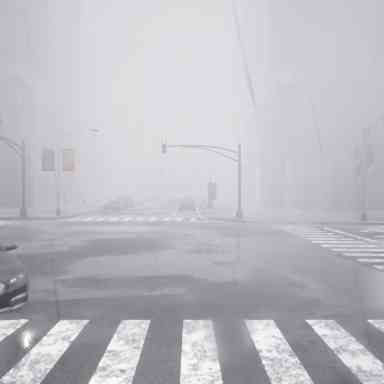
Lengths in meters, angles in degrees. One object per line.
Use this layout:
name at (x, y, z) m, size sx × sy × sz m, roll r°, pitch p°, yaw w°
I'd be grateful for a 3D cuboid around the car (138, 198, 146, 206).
car at (-9.176, 1.570, 55.056) m, size 1.752 × 1.417 × 4.829 m, roll 0°, pitch 0°, yaw 0°

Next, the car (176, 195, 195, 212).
car at (-0.566, 1.448, 38.991) m, size 1.967 × 1.590 × 4.097 m, roll 0°, pitch 0°, yaw 0°

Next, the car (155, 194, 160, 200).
car at (-9.295, 1.417, 76.930) m, size 2.192 × 1.841 × 5.009 m, roll 0°, pitch 0°, yaw 0°

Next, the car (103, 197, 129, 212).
car at (-9.090, 1.574, 38.948) m, size 1.947 × 1.339 × 4.313 m, roll 0°, pitch 0°, yaw 0°

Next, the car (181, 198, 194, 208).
car at (-0.623, 1.615, 49.840) m, size 1.802 × 1.307 × 4.206 m, roll 0°, pitch 0°, yaw 0°

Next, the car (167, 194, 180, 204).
car at (-3.362, 1.574, 64.372) m, size 1.837 × 1.490 × 4.892 m, roll 0°, pitch 0°, yaw 0°

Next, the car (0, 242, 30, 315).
car at (-5.004, 1.482, 6.947) m, size 2.128 × 1.511 × 4.902 m, roll 1°, pitch -1°, yaw -44°

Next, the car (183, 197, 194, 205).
car at (-0.682, 1.603, 60.690) m, size 1.887 × 1.381 × 4.507 m, roll 0°, pitch 0°, yaw 0°

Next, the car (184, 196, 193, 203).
car at (-0.741, 1.613, 71.710) m, size 1.752 × 1.417 × 4.829 m, roll 0°, pitch 0°, yaw 0°

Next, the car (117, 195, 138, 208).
car at (-9.120, 1.335, 44.374) m, size 2.192 × 1.841 × 5.009 m, roll 0°, pitch 0°, yaw 0°

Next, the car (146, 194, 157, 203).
car at (-9.265, 1.669, 71.504) m, size 1.802 × 1.307 × 4.206 m, roll 0°, pitch 0°, yaw 0°

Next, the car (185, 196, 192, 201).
car at (-0.857, 1.696, 93.240) m, size 1.887 × 1.381 × 4.507 m, roll 0°, pitch 0°, yaw 0°

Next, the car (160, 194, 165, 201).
car at (-9.381, 1.696, 93.207) m, size 1.887 × 1.381 × 4.507 m, roll 0°, pitch 0°, yaw 0°

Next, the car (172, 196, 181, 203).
car at (-3.522, 1.652, 75.843) m, size 1.994 × 1.385 × 4.181 m, roll 0°, pitch 0°, yaw 0°
